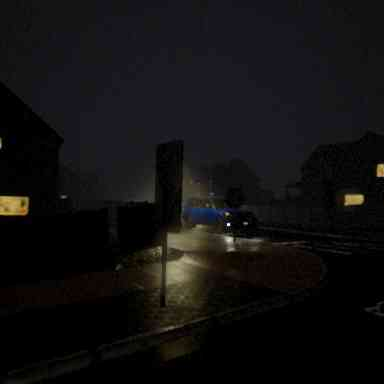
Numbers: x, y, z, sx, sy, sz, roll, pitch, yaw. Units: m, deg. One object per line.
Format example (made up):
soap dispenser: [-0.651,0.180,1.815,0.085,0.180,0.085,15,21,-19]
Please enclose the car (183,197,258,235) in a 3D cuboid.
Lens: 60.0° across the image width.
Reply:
car: [1.483,1.308,19.545,2.150,2.045,5.566,2,-2,-28]
